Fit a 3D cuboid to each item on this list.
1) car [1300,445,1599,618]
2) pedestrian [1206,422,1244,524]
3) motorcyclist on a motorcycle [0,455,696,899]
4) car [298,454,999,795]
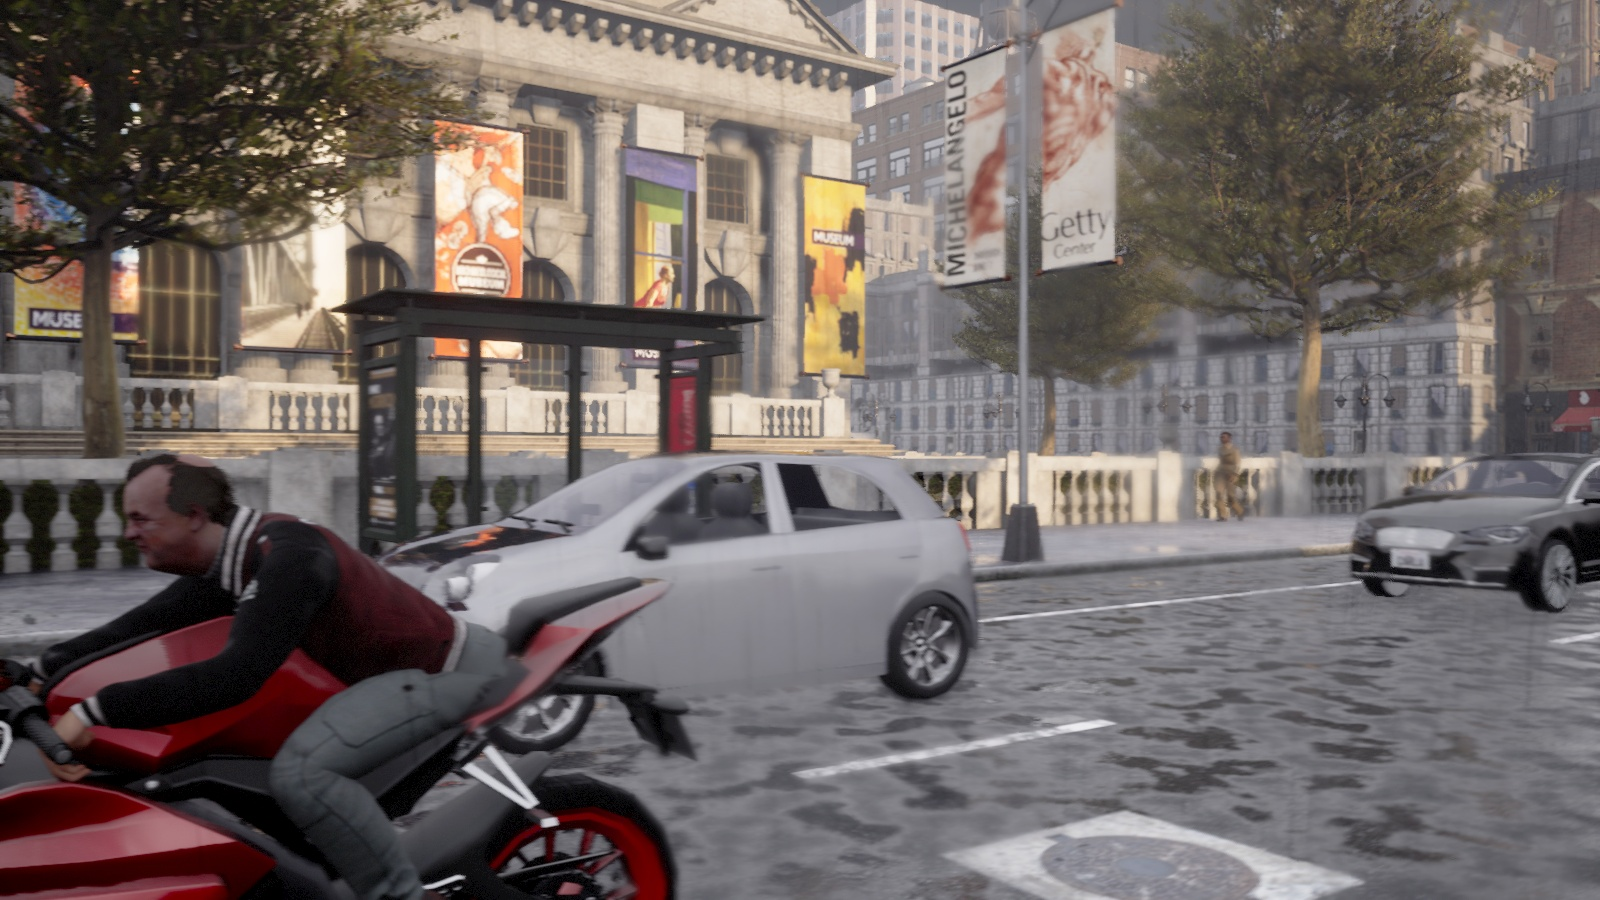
[{"bbox_3d":[7.688,0.714,13.284,4.902,1.511,2.128,0,0,-35],"label":"car"},{"bbox_3d":[8.232,0.439,24.341,0.692,1.930,0.396,0,0,-41],"label":"pedestrian"},{"bbox_3d":[-1.393,0.789,2.687,2.191,1.530,0.866,-1,0,-35],"label":"motorcyclist on a motorcycle"},{"bbox_3d":[-0.811,0.778,7.358,3.633,1.501,1.845,0,0,-35],"label":"car"}]
